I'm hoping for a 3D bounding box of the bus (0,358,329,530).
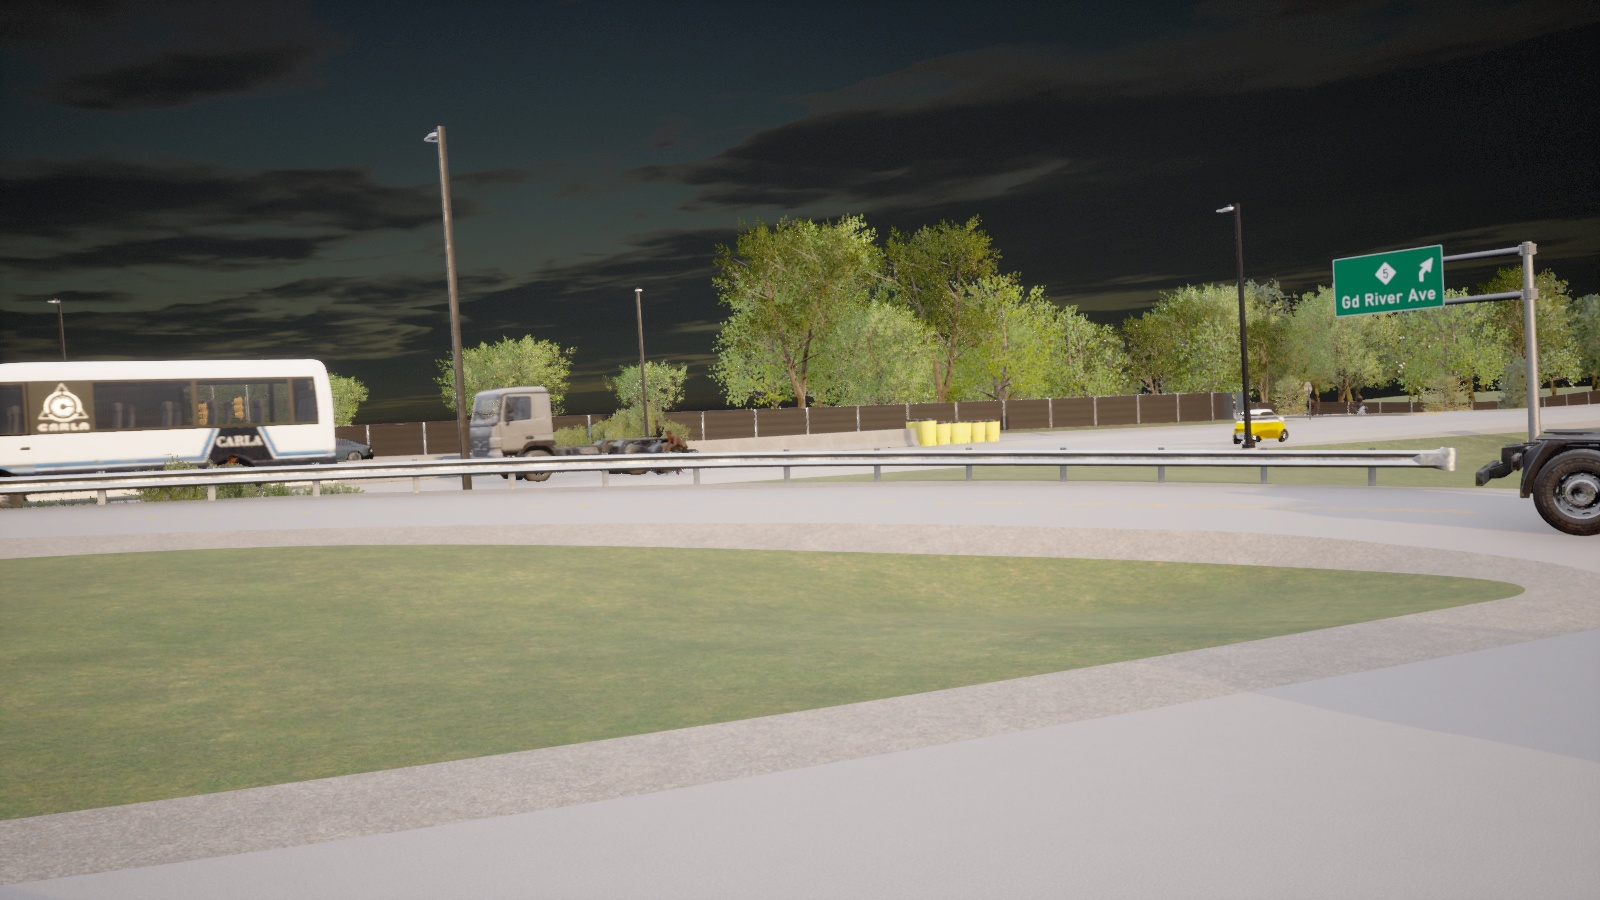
[{"bbox_3d":[-19.039,-0.245,34.943,10.273,4.253,3.944,-4,2,-33],"label":"bus"}]

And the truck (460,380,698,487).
[{"bbox_3d":[-8.042,-0.677,46.162,7.936,3.462,2.891,-4,2,-33],"label":"truck"}]

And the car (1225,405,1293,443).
[{"bbox_3d":[18.555,-1.043,50.759,2.207,1.376,1.481,-4,2,-33],"label":"car"}]

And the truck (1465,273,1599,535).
[{"bbox_3d":[13.357,-0.646,16.452,7.936,3.462,2.891,1,4,33],"label":"truck"}]

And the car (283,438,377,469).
[{"bbox_3d":[-24.322,0.179,65.112,4.181,1.385,1.994,-2,2,-6],"label":"car"}]
